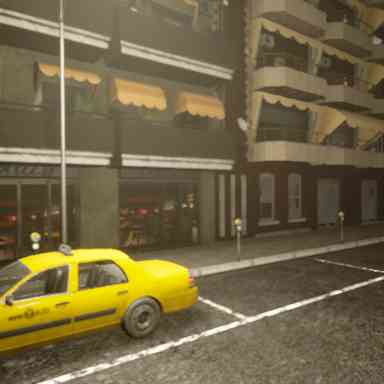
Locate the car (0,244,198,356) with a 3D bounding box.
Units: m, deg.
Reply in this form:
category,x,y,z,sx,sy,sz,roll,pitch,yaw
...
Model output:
category,x,y,z,sx,sy,sz,roll,pitch,yaw
car,-2.174,1.523,5.018,4.829,1.417,1.752,0,0,-35
